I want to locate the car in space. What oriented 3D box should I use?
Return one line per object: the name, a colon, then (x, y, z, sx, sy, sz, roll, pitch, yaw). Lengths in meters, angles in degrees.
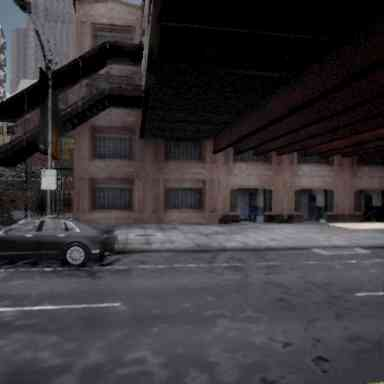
car: (-4.912, 1.521, 11.021, 4.892, 1.521, 2.231, 1, 0, 0)
